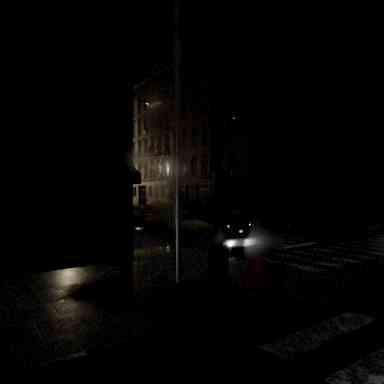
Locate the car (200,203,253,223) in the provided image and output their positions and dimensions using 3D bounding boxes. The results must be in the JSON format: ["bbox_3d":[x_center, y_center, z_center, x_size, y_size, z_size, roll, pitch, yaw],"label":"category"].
[{"bbox_3d":[2.591,1.578,25.932,1.802,1.307,4.206,0,0,-35],"label":"car"}]

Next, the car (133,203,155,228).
[{"bbox_3d":[-3.952,1.584,21.285,2.008,1.369,4.403,0,0,-35],"label":"car"}]

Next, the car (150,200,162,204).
[{"bbox_3d":[-3.787,1.528,34.889,1.752,1.417,4.829,0,0,-35],"label":"car"}]

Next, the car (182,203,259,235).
[{"bbox_3d":[1.011,1.565,18.735,2.033,1.411,5.357,0,0,-32],"label":"car"}]

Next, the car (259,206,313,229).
[{"bbox_3d":[5.731,1.557,21.523,1.947,1.339,4.313,0,0,-35],"label":"car"}]

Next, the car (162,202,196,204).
[{"bbox_3d":[-0.549,1.565,30.341,1.947,1.339,4.313,0,0,-35],"label":"car"}]

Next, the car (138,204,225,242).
[{"bbox_3d":[-0.713,1.554,16.737,1.752,1.417,4.829,0,0,-35],"label":"car"}]

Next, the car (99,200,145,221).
[{"bbox_3d":[-6.173,1.517,28.783,2.128,1.511,4.902,0,0,-35],"label":"car"}]
